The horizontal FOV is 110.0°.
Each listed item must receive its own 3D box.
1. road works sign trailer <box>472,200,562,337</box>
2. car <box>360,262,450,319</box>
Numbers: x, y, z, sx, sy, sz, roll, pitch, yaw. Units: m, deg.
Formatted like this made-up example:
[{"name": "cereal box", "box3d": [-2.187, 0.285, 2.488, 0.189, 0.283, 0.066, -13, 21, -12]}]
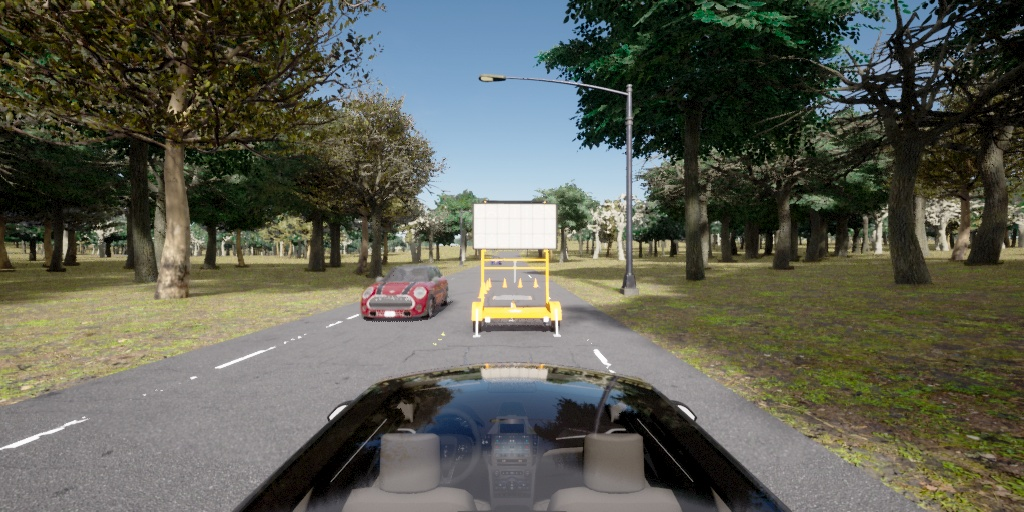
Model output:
[{"name": "road works sign trailer", "box3d": [0.079, 0.221, 10.297, 2.380, 3.560, 2.880, 0, 0, -2]}, {"name": "car", "box3d": [-3.585, 1.113, 12.776, 2.097, 1.767, 4.553, 0, 0, 0]}]
